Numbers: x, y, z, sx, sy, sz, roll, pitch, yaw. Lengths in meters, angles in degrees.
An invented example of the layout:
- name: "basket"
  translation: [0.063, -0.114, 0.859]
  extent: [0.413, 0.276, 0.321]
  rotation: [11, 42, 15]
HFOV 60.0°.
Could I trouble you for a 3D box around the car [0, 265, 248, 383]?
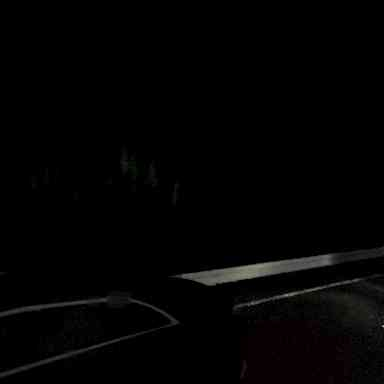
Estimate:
- name: "car"
  translation: [-1.737, 1.487, 2.703]
  extent: [4.902, 1.511, 2.128]
  rotation: [0, 0, -35]
